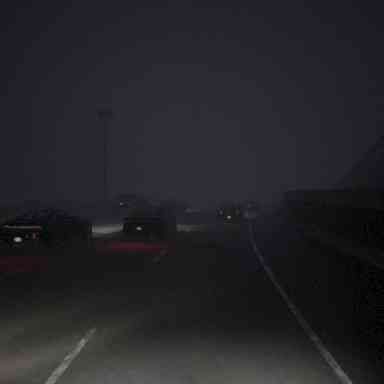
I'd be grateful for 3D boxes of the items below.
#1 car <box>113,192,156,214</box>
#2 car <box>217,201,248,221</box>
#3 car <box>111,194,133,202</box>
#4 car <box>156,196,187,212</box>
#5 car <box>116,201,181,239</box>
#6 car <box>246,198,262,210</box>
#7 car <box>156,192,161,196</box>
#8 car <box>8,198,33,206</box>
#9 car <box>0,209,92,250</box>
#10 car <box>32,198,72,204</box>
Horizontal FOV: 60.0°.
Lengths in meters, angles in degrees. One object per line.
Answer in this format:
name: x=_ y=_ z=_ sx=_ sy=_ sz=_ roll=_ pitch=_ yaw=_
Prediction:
car: x=-5.960 y=1.199 z=33.758 sx=2.150 sy=2.045 sz=5.566 roll=0 pitch=0 yaw=14
car: x=3.273 y=1.599 z=27.228 sx=1.895 sy=1.301 sz=4.718 roll=0 pitch=0 yaw=12
car: x=-14.784 y=1.248 z=70.661 sx=2.097 sy=1.767 sz=4.553 roll=0 pitch=0 yaw=26
car: x=-1.938 y=1.477 z=35.160 sx=2.128 sy=1.511 sz=4.902 roll=0 pitch=0 yaw=15
car: x=-2.036 y=1.468 z=17.324 sx=1.882 sy=1.535 sz=5.008 roll=0 pitch=0 yaw=8
car: x=7.658 y=1.529 z=42.430 sx=1.812 sy=1.442 sz=4.674 roll=0 pitch=0 yaw=19
car: x=-9.038 y=0.886 z=74.202 sx=2.150 sy=2.045 sz=5.566 roll=0 pitch=0 yaw=28
car: x=-19.244 y=1.474 z=38.900 sx=1.812 sy=1.442 sz=4.674 roll=0 pitch=0 yaw=15
car: x=-5.945 y=1.475 z=14.266 sx=2.128 sy=1.511 sz=4.902 roll=0 pitch=0 yaw=6
car: x=-15.631 y=1.503 z=38.986 sx=2.033 sy=1.411 sz=5.357 roll=0 pitch=0 yaw=16
